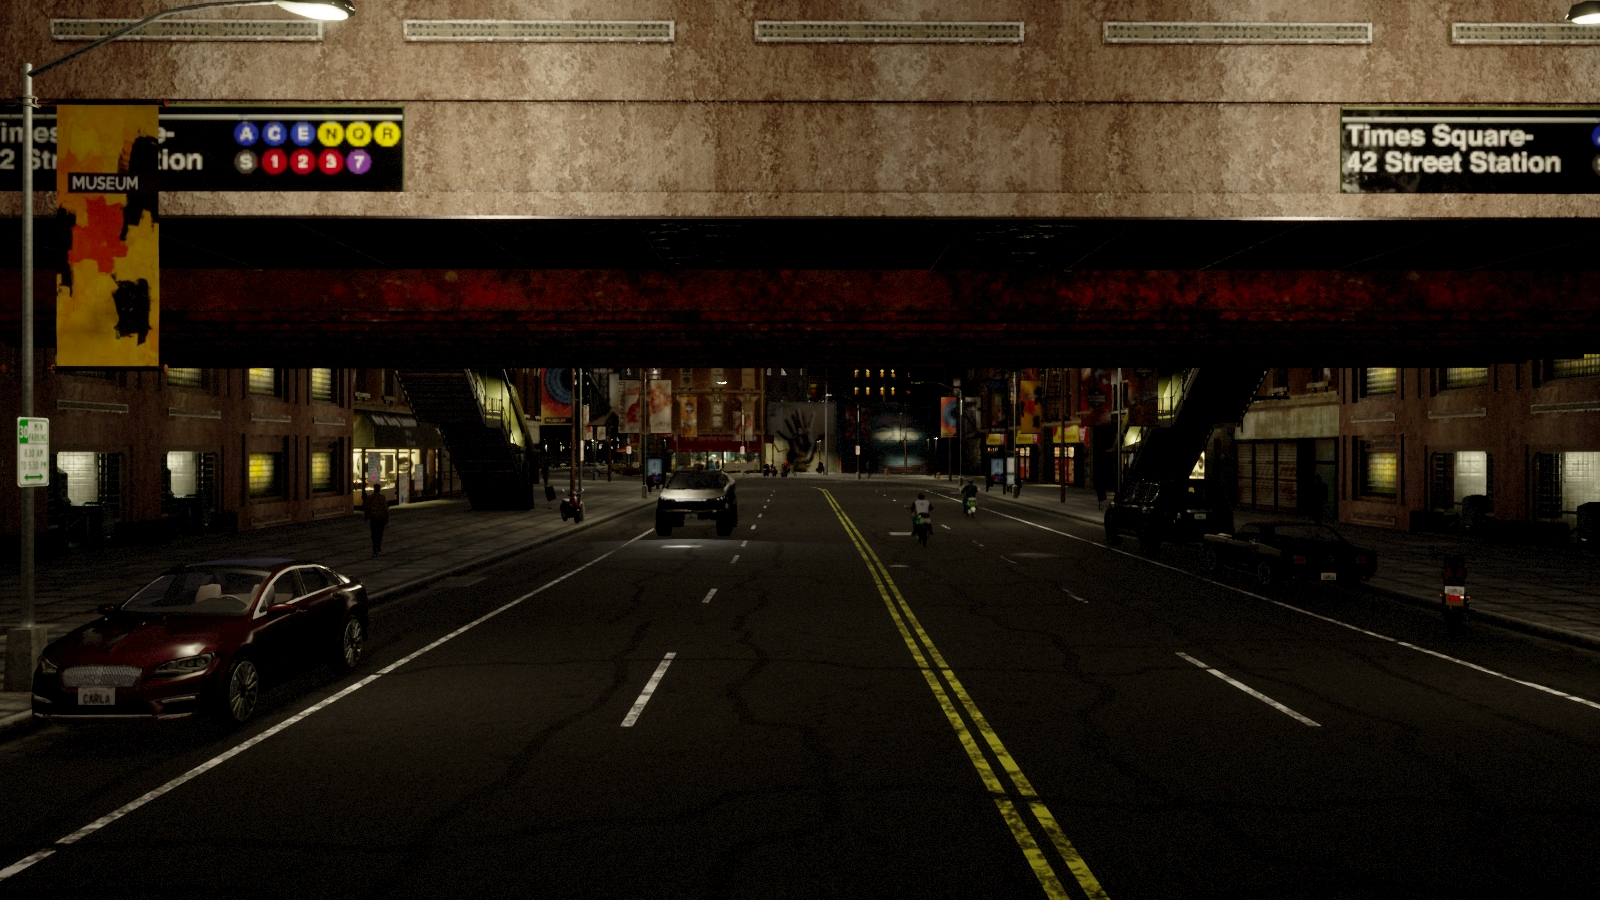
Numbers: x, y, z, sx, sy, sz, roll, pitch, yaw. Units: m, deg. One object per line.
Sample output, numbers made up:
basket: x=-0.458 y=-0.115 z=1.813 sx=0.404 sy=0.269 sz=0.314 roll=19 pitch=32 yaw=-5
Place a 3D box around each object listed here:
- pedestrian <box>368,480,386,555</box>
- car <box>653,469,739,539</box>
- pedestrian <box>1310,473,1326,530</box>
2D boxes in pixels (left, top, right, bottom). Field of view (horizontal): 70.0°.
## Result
pedestrian: x=-10.712 y=1.696 z=28.937 sx=0.375 sy=1.860 sz=0.375 roll=0 pitch=0 yaw=-13
car: x=-3.434 y=1.753 z=39.159 sx=2.390 sy=2.098 sz=6.274 roll=0 pitch=0 yaw=0
pedestrian: x=17.111 y=1.699 z=37.758 sx=0.375 sy=1.860 sz=0.375 roll=0 pitch=0 yaw=5
